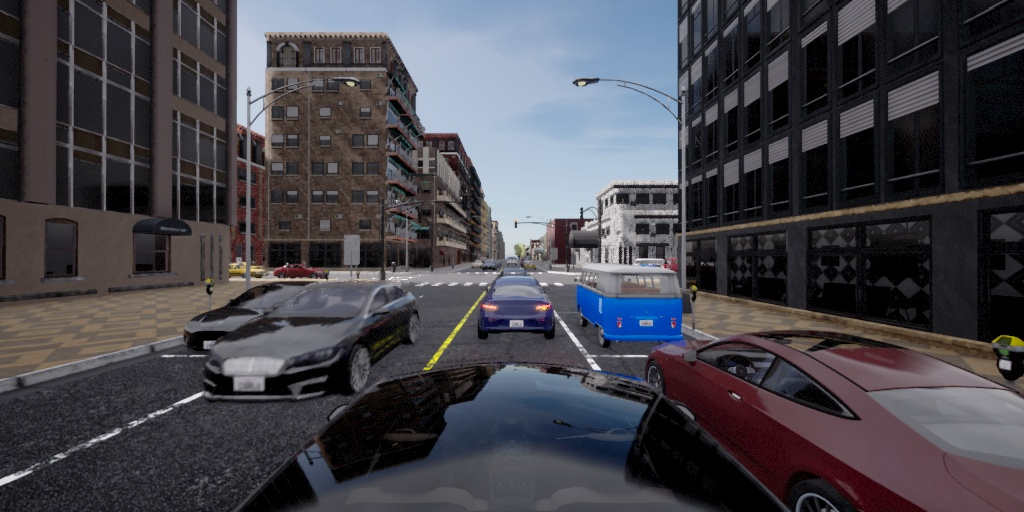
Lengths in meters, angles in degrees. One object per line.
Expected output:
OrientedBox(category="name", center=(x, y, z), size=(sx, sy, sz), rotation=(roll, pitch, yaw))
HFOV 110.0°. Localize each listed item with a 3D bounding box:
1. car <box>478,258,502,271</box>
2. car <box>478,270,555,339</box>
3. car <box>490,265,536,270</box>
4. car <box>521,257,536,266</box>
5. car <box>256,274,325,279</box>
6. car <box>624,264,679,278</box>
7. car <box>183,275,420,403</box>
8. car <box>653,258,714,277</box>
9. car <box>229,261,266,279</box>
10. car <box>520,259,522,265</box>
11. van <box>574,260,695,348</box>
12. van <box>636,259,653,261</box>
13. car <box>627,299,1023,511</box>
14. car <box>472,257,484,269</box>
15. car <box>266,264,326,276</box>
OrientedBox(category="car", center=(-3.054, 1.344, 50.587), size=(2.033, 1.411, 5.357), rotation=(0, 0, 3))
OrientedBox(category="car", center=(0.102, 1.279, 9.954), size=(1.812, 1.442, 4.674), rotation=(0, 0, 0))
OrientedBox(category="car", center=(0.095, 1.323, 18.406), size=(1.994, 1.385, 4.181), rotation=(0, 0, 0))
OrientedBox(category="car", center=(2.698, 1.326, 53.910), size=(1.751, 1.417, 4.829), rotation=(0, 0, 0))
OrientedBox(category="car", center=(-5.689, 1.319, 8.981), size=(1.948, 1.339, 4.313), rotation=(0, 0, 0))
OrientedBox(category="car", center=(13.762, 1.429, 35.627), size=(4.718, 1.301, 1.895), rotation=(0, 0, 0))
OrientedBox(category="car", center=(-3.098, 1.243, 6.677), size=(2.128, 1.511, 4.902), rotation=(0, 0, 0))
OrientedBox(category="car", center=(14.923, 1.116, 29.836), size=(5.009, 1.841, 2.192), rotation=(0, 0, 0))
OrientedBox(category="car", center=(-22.956, 1.225, 29.751), size=(4.829, 1.417, 1.751), rotation=(0, 0, 0))
OrientedBox(category="car", center=(2.700, 1.401, 64.818), size=(1.802, 1.307, 4.207), rotation=(0, 0, 0))
OrientedBox(category="van", center=(2.658, 1.094, 8.954), size=(1.690, 1.789, 3.998), rotation=(0, 0, 0))
OrientedBox(category="van", center=(14.902, 1.186, 38.216), size=(3.998, 1.789, 1.690), rotation=(0, 0, 0))
OrientedBox(category="car", center=(2.657, 1.333, 3.265), size=(1.802, 1.307, 4.207), rotation=(0, 0, 0))
OrientedBox(category="car", center=(-5.682, 1.335, 59.109), size=(1.751, 1.417, 4.829), rotation=(0, 0, 0))
OrientedBox(category="car", center=(-17.463, 1.292, 29.764), size=(4.207, 1.307, 1.802), rotation=(0, 0, 0))
